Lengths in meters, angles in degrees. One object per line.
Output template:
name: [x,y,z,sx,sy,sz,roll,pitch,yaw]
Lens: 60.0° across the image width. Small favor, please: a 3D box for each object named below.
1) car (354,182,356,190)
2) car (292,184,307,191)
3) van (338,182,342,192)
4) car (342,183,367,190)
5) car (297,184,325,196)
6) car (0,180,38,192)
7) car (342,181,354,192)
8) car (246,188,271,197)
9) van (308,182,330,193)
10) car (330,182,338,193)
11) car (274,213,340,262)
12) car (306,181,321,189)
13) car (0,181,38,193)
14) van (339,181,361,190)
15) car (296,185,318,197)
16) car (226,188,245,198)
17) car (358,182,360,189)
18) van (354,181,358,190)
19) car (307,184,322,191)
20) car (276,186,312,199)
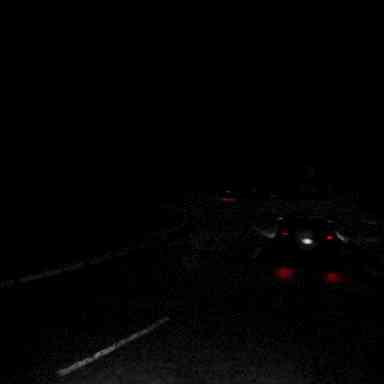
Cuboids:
car: [32.471,-0.961,72.972,4.892,1.521,2.231,2,3,18]
car: [24.893,-1.077,76.676,1.994,1.385,4.181,2,4,38]
van: [26.731,-0.799,65.805,4.442,1.987,1.878,2,4,18]
car: [40.168,-1.482,82.494,5.366,1.575,1.946,2,3,18]
car: [19.153,-0.056,56.265,5.366,1.575,1.946,2,4,18]
car: [-22.879,-0.776,43.865,4.902,1.511,2.128,3,-2,2]
car: [30.627,-1.082,70.555,5.566,2.045,2.435,2,3,18]
car: [10.954,0.113,53.402,1.882,1.535,5.008,2,4,38]
van: [21.321,-0.401,58.556,4.442,1.987,1.878,2,3,18]
car: [23.059,-0.561,60.986,5.566,2.045,2.435,2,4,18]
car: [4.077,1.457,12.065,1.994,1.385,4.181,3,2,16]
car: [30.848,-1.847,84.250,2.097,1.767,4.553,2,4,38]
car: [-24.691,-0.698,47.266,4.718,1.301,1.895,3,-1,2]
van: [37.999,-1.582,80.171,4.442,1.987,1.878,2,4,18]
car: [17.453,0.122,53.816,4.674,1.452,2.002,2,4,18]
car: [7.402,0.089,54.328,2.128,1.511,4.902,2,4,38]
car: [36.204,-1.349,77.764,4.553,1.767,2.185,2,3,18]
van: [34.467,-1.315,75.319,4.442,1.987,1.878,2,3,18]
car: [27.709,-0.996,75.002,1.994,1.385,4.181,2,4,38]
car: [15.569,0.213,51.429,4.892,1.521,2.231,2,3,18]
